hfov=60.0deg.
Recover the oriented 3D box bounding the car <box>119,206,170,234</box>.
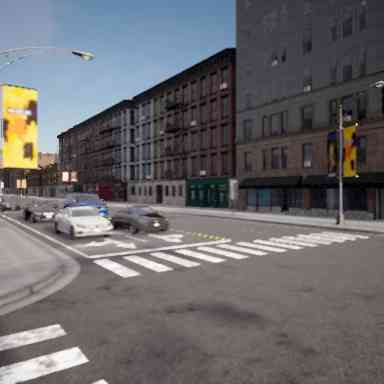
[{"bbox_3d":[-2.980,1.501,18.770,1.994,1.385,4.181,0,0,-36],"label":"car"}]

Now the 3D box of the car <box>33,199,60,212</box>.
[{"bbox_3d":[-16.430,1.453,37.436,1.895,1.301,4.718,0,0,-36],"label":"car"}]

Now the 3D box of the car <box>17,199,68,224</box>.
[{"bbox_3d":[-11.079,1.400,24.441,2.128,1.511,4.902,0,1,-36],"label":"car"}]

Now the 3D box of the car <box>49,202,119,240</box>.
[{"bbox_3d":[-5.611,1.470,16.857,1.812,1.442,4.674,0,0,-36],"label":"car"}]

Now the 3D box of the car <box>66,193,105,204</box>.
[{"bbox_3d":[-8.503,1.121,26.420,2.150,2.045,5.566,0,1,-36],"label":"car"}]

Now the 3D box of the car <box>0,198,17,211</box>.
[{"bbox_3d":[-20.782,1.396,37.934,2.033,1.411,5.357,0,0,-35],"label":"car"}]

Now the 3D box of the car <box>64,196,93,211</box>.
[{"bbox_3d":[-13.407,1.323,39.119,1.882,1.535,5.008,0,0,-36],"label":"car"}]
